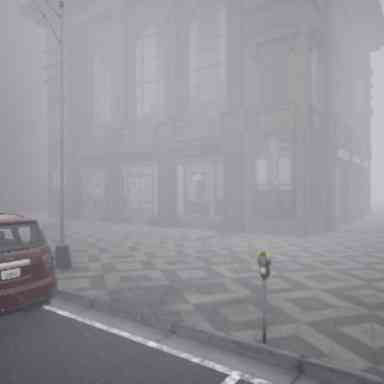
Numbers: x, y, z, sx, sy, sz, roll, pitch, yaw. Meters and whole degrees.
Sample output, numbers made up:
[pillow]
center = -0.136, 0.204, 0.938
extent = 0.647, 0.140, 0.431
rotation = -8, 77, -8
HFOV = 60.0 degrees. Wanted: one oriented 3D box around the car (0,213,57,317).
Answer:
[car]
center = -4.654, 1.311, 6.367
extent = 5.009, 1.841, 2.192
rotation = 0, 0, 35
